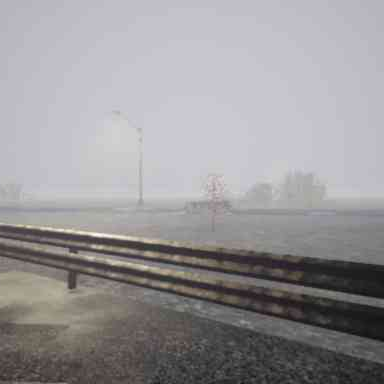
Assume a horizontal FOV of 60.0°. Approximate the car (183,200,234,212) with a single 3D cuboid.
[{"bbox_3d":[1.556,1.182,32.168,4.902,1.511,2.128,0,0,14],"label":"car"}]
